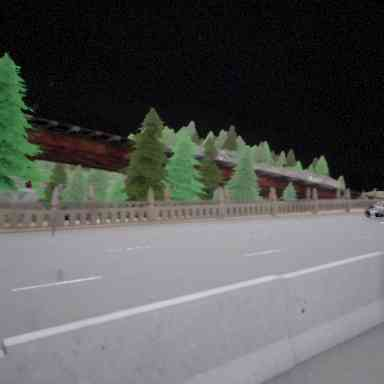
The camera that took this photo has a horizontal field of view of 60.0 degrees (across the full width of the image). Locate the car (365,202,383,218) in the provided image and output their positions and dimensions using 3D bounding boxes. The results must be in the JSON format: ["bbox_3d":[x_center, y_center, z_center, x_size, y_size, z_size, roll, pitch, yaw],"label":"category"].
[{"bbox_3d":[17.480,1.628,29.924,4.902,1.511,2.128,0,0,-36],"label":"car"}]
